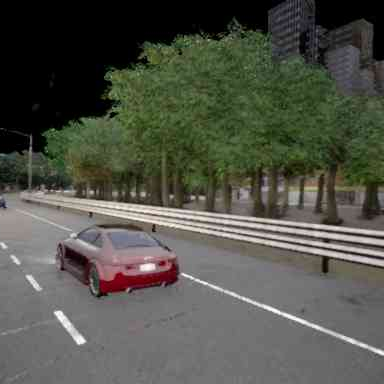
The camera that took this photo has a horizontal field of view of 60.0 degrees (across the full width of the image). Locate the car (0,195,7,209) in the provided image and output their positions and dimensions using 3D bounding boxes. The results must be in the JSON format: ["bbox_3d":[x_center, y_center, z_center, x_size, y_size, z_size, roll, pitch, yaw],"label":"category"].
[{"bbox_3d":[-20.495,0.983,34.618,1.812,1.442,4.674,1,0,-35],"label":"car"}]

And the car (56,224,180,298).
[{"bbox_3d":[-2.067,1.508,8.573,1.994,1.385,4.181,1,0,-35],"label":"car"}]
